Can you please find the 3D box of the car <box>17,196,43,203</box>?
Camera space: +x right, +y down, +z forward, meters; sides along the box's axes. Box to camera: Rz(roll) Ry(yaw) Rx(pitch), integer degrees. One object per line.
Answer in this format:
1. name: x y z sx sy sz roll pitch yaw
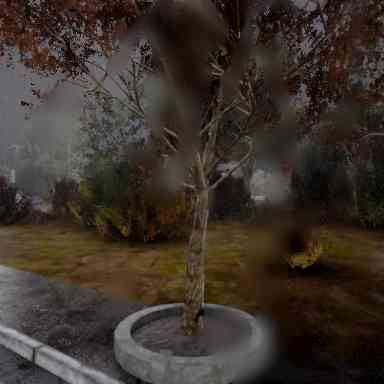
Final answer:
1. car: -22.051 1.216 44.885 2.033 1.411 5.357 1 0 32
